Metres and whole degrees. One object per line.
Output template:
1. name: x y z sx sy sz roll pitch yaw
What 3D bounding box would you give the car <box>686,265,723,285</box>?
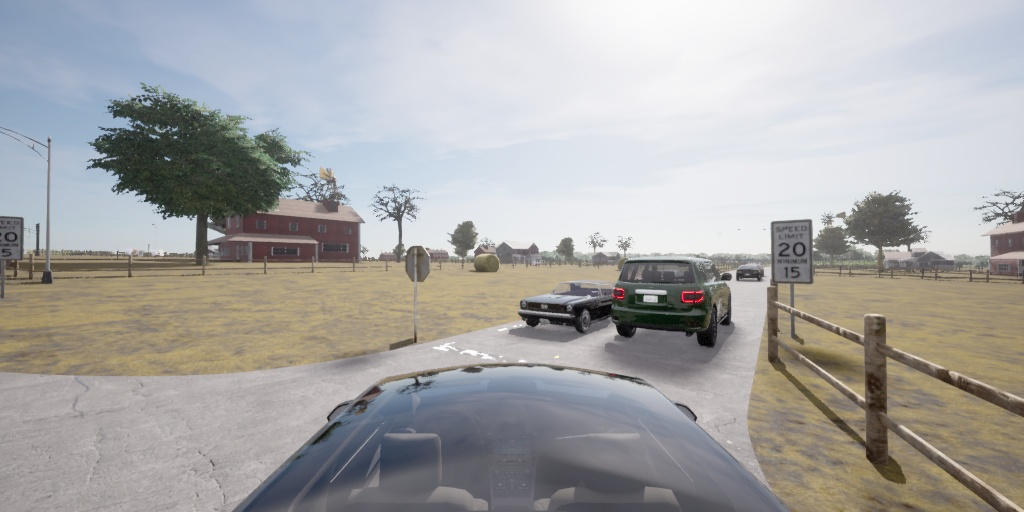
1. car: 16.824 1.563 31.255 2.128 1.511 4.902 -1 -1 37

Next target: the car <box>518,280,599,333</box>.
1. car: 2.191 1.462 11.467 1.895 1.301 4.718 -1 -1 37

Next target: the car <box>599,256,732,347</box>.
1. car: 4.593 1.043 9.920 2.150 2.045 5.566 -1 -1 36

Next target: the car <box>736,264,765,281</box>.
1. car: 23.036 1.567 34.813 1.882 1.535 5.008 -1 -1 37
